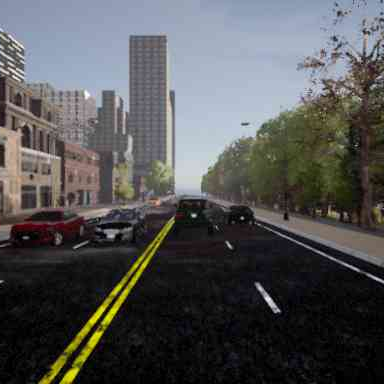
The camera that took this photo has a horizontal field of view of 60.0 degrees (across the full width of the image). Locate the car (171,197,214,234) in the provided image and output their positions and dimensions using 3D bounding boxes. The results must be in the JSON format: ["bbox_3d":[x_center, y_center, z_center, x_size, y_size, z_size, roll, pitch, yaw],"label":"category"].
[{"bbox_3d":[0.096,1.322,19.926,2.150,2.045,5.566,0,0,0],"label":"car"}]

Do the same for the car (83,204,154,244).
[{"bbox_3d":[-3.350,1.572,16.226,2.128,1.511,4.902,0,0,0],"label":"car"}]

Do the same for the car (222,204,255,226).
[{"bbox_3d":[3.344,1.600,24.607,1.882,1.535,5.008,0,0,0],"label":"car"}]

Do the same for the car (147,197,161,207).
[{"bbox_3d":[-6.549,1.630,57.326,2.097,1.767,4.553,0,0,0],"label":"car"}]

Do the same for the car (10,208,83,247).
[{"bbox_3d":[-6.600,1.555,15.721,1.882,1.535,5.008,0,0,0],"label":"car"}]

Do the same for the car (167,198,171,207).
[{"bbox_3d":[-3.297,1.769,57.722,2.128,1.511,4.902,0,0,0],"label":"car"}]

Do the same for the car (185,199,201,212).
[{"bbox_3d":[0.090,1.685,42.363,1.882,1.535,5.008,0,0,0],"label":"car"}]
